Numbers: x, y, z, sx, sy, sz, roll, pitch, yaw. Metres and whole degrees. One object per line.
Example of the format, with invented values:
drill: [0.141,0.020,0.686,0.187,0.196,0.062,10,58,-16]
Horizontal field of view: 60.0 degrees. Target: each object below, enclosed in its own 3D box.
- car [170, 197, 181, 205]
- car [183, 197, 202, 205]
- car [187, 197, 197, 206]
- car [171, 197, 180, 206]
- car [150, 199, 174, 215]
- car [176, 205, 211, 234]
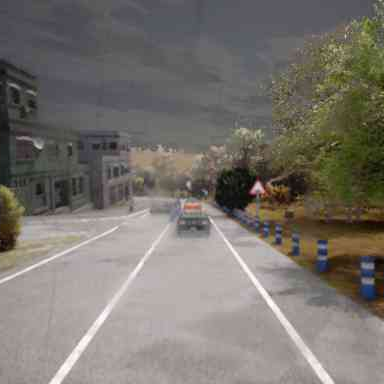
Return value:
car: [-3.411,1.825,68.662,1.994,1.385,4.181,0,0,-1]
car: [0.095,1.538,37.717,2.097,1.767,4.553,0,0,0]
car: [0.022,1.813,64.164,1.837,1.490,4.892,0,0,-1]
car: [-3.314,1.791,54.130,1.812,1.442,4.674,0,0,0]
car: [-3.363,1.740,35.953,1.994,1.385,4.181,0,0,0]
car: [0.096,1.699,19.990,1.895,1.301,4.718,0,0,0]
